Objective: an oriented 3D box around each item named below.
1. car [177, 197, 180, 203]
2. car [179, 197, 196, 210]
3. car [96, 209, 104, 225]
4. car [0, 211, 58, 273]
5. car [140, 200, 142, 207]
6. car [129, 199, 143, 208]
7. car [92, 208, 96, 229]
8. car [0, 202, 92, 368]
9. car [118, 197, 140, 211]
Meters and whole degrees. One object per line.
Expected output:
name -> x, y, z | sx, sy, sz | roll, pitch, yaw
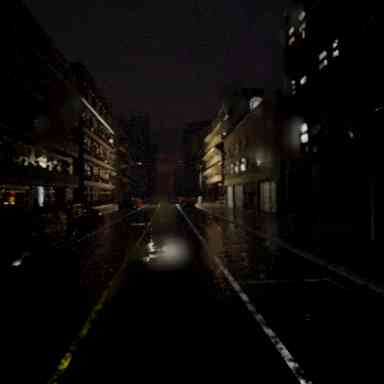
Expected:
car -> -1.203, 1.731, 57.254 | 1.887, 1.381, 4.507 | -1, 0, -4
car -> -0.430, 1.669, 46.179 | 1.752, 1.417, 4.829 | -1, 0, -4
car -> -7.206, 1.760, 22.938 | 1.802, 1.307, 4.206 | -1, 0, -4
car -> -6.422, 1.573, 11.693 | 1.967, 1.590, 4.097 | -1, 0, -4
car -> -9.171, 1.729, 51.051 | 1.967, 1.590, 4.097 | -1, 0, -4
car -> -9.563, 1.856, 56.674 | 1.887, 1.381, 4.507 | -1, 0, -4
car -> -6.816, 1.471, 17.317 | 2.192, 1.841, 5.009 | -1, 0, -4
car -> -3.245, 1.288, 4.757 | 2.150, 2.045, 5.566 | -1, 0, -4
car -> -8.780, 1.582, 45.430 | 2.192, 1.841, 5.009 | -1, 0, -4
